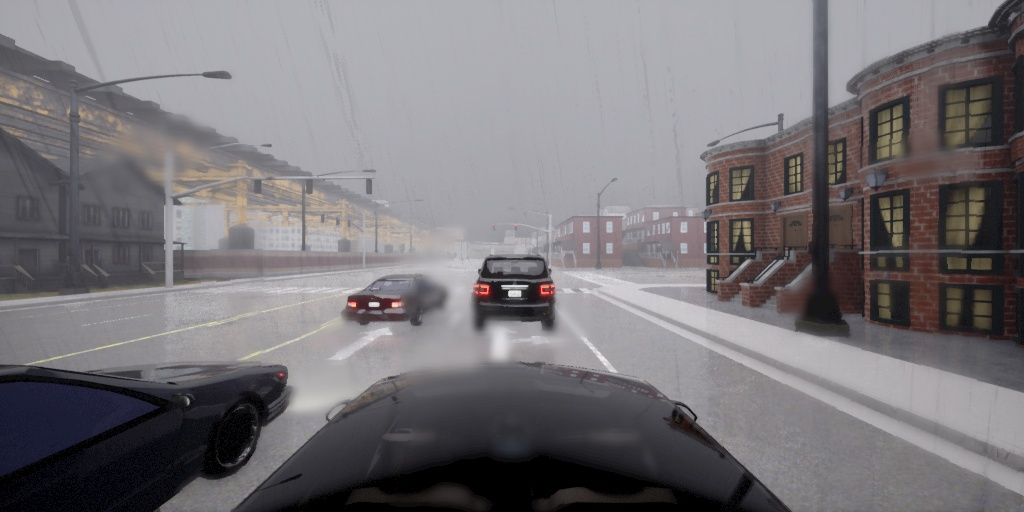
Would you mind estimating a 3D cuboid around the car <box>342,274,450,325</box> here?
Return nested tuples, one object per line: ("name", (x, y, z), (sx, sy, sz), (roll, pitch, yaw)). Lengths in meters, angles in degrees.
("car", (-3.441, 1.297, 11.728), (2.033, 1.411, 5.357), (0, 0, 2))

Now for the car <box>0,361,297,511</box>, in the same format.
("car", (-3.388, 1.297, 1.656), (2.033, 1.411, 5.357), (0, 0, -1))

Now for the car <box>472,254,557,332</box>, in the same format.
("car", (0.084, 0.971, 11.046), (2.150, 2.045, 5.566), (0, 0, 0))
